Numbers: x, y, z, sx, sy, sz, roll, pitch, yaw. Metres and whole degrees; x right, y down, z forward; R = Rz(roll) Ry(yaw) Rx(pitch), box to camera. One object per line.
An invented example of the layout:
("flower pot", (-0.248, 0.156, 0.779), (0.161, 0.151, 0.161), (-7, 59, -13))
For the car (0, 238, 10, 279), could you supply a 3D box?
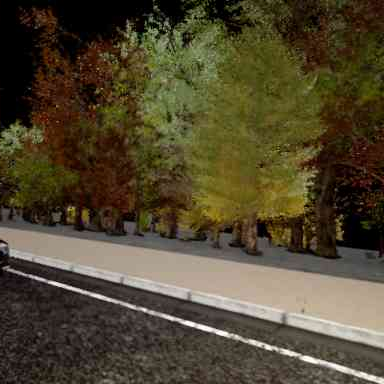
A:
("car", (-6.456, 1.400, 8.343), (4.902, 1.511, 2.128), (1, 0, 36))
